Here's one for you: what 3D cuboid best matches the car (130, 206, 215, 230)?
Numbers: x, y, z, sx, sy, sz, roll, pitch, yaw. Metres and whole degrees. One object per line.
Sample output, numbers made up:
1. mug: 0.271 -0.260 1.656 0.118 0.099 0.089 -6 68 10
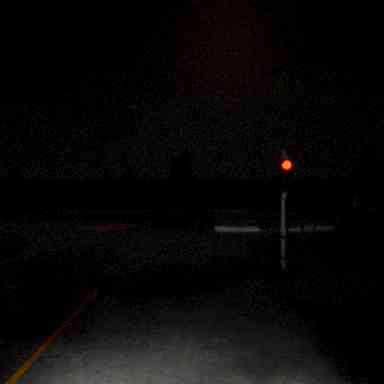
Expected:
1. car: -1.051 1.460 19.267 4.718 1.301 1.895 0 0 0
